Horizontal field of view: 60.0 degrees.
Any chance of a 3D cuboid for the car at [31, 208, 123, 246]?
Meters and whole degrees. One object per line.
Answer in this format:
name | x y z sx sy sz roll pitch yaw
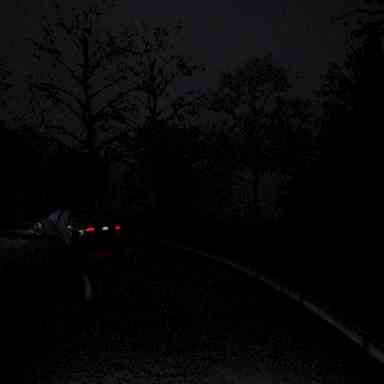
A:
car | -5.239 1.411 14.748 5.357 1.411 2.033 2 0 43
